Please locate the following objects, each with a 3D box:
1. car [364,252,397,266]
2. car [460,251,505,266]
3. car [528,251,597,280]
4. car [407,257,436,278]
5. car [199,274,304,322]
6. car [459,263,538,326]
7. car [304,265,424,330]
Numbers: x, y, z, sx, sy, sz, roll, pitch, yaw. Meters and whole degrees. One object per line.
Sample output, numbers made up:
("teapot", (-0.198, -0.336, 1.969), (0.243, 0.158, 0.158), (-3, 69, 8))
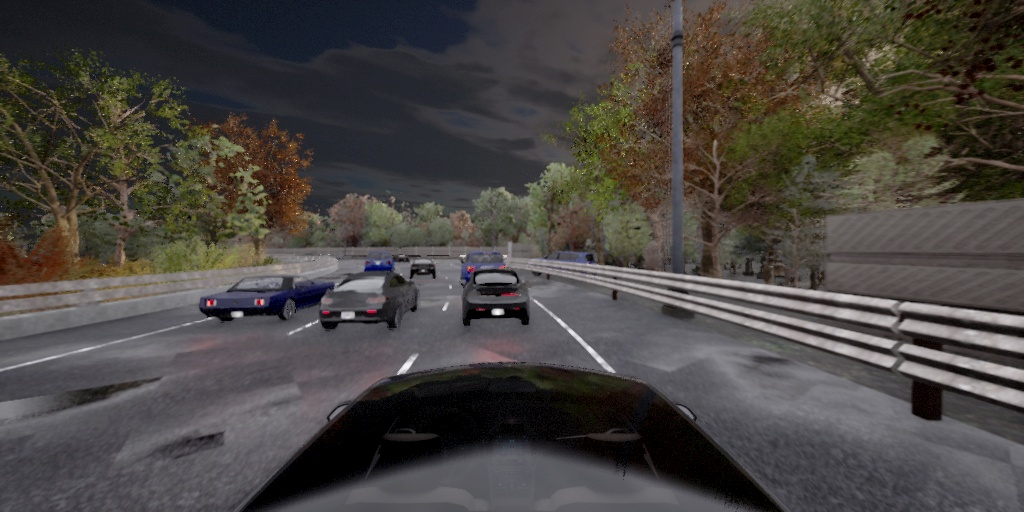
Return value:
("car", (-11.265, 0.637, 30.702), (2.150, 2.045, 5.566), (0, 1, -16))
("car", (-1.635, 0.737, 19.872), (2.150, 2.045, 5.566), (0, 1, -10))
("car", (3.932, 0.641, 28.027), (5.566, 2.045, 2.150), (5, 2, 39))
("car", (-7.133, 0.899, 28.771), (1.882, 1.535, 5.008), (0, 1, -14))
("car", (-7.595, 1.251, 11.847), (1.895, 1.301, 4.718), (0, 1, -6))
("car", (-0.578, 1.128, 11.284), (1.837, 1.490, 4.892), (0, 0, -5))
("car", (-3.988, 1.176, 10.604), (1.812, 1.442, 4.674), (0, 1, -5))
